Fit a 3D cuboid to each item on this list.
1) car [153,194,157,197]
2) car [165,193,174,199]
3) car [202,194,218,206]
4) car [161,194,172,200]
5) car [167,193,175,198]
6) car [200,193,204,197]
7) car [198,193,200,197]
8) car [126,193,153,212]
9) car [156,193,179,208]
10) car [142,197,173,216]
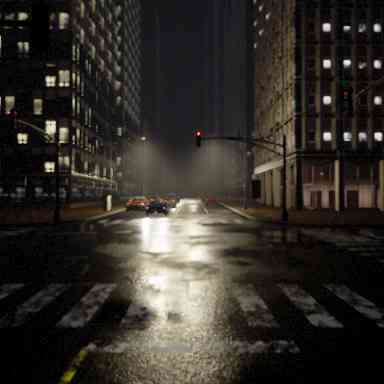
[{"bbox_3d":[-5.663,1.321,40.485,1.802,1.307,4.206,1,0,0],"label":"car"},{"bbox_3d":[-5.647,0.999,85.085,1.887,1.381,4.507,1,0,0],"label":"car"},{"bbox_3d":[2.719,1.285,46.119,1.802,1.307,4.206,1,0,0],"label":"car"},{"bbox_3d":[-5.650,1.070,73.935,1.887,1.381,4.507,1,0,0],"label":"car"},{"bbox_3d":[-5.645,0.969,90.661,2.008,1.369,4.403,1,0,0],"label":"car"},{"bbox_3d":[2.725,1.156,57.444,1.752,1.417,4.829,1,0,0],"label":"car"},{"bbox_3d":[2.726,1.162,62.852,1.947,1.339,4.313,1,0,0],"label":"car"},{"bbox_3d":[-5.662,1.215,34.909,1.967,1.590,4.097,1,0,0],"label":"car"},{"bbox_3d":[-3.075,1.079,42.475,2.097,1.767,4.553,0,0,-1],"label":"car"},{"bbox_3d":[-3.073,1.406,30.169,1.895,1.301,4.718,0,0,0],"label":"car"}]
